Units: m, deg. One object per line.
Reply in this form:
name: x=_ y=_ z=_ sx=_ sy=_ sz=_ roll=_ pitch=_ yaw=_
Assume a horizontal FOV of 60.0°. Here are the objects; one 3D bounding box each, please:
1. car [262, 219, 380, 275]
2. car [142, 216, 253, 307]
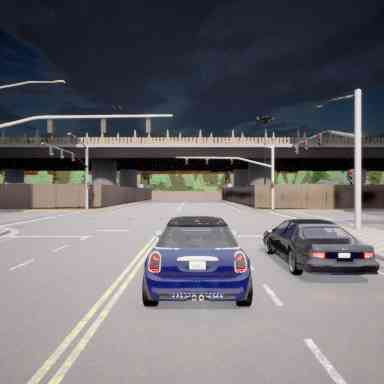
car: x=3.605 y=1.547 z=10.378 sx=2.033 sy=1.411 sz=5.357 roll=0 pitch=0 yaw=0
car: x=0.104 y=1.352 z=8.159 sx=2.097 sy=1.767 sz=4.553 roll=0 pitch=0 yaw=0
